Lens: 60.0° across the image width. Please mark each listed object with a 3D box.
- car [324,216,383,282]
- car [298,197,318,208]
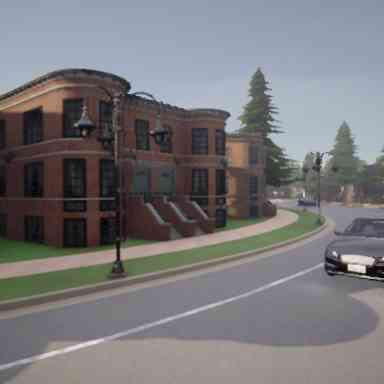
[{"bbox_3d":[5.370,1.486,9.518,2.128,1.511,4.902,0,0,40],"label":"car"},{"bbox_3d":[17.422,1.517,50.034,1.882,1.535,5.008,0,-1,0],"label":"car"}]
